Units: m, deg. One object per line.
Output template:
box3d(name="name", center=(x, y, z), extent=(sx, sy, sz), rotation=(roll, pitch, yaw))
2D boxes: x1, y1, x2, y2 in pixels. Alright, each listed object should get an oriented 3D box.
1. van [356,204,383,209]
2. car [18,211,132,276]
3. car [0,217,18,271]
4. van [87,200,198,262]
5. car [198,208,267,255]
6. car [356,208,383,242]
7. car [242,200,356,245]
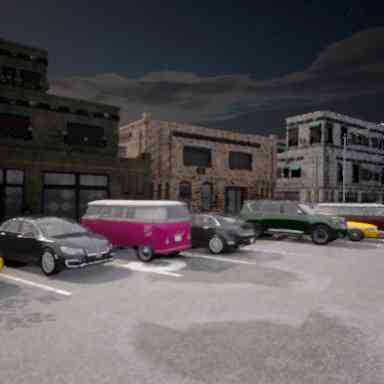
box3d(name="van", center=(9.934, 1.699, 20.479), extent=(4.442, 1.987, 1.878), rotation=(0, -2, 35))
box3d(name="car", center=(-4.519, 1.486, 10.380), extent=(4.892, 1.521, 2.231), rotation=(-1, -1, 35))
box3d(name="car", center=(-7.053, 1.476, 8.777), extent=(5.366, 1.575, 1.946), rotation=(-1, -1, 35))
box3d(name="van", center=(-2.228, 1.288, 12.138), extent=(4.442, 1.987, 1.878), rotation=(-1, -1, 35))
box3d(name="car", center=(0.254, 1.561, 13.754), extent=(4.892, 1.521, 2.231), rotation=(-1, -1, 35))
box3d(name="car", center=(7.585, 1.817, 18.740), extent=(5.366, 1.575, 1.946), rotation=(0, -2, 35))
box3d(name="car", center=(5.064, 1.467, 17.145), extent=(5.566, 2.045, 2.435), rotation=(0, -2, 35))
